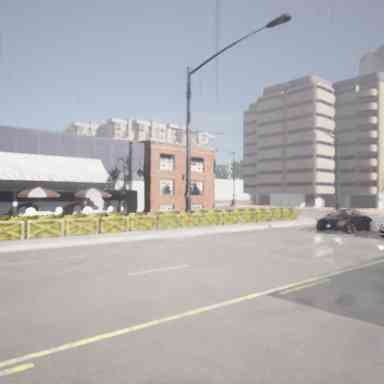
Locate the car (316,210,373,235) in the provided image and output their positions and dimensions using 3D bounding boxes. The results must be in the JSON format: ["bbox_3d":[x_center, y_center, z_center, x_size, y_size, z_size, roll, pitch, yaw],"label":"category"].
[{"bbox_3d":[9.403,1.780,20.382,4.181,1.385,1.994,1,-1,-39],"label":"car"}]

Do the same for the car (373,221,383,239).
[{"bbox_3d":[11.787,1.735,17.803,4.674,1.442,1.812,1,-1,-39],"label":"car"}]
